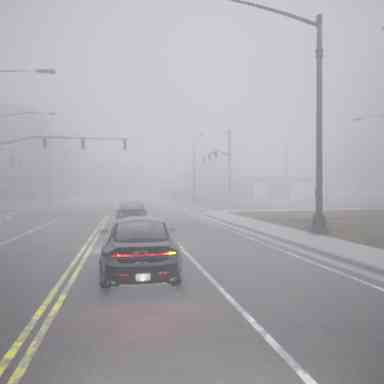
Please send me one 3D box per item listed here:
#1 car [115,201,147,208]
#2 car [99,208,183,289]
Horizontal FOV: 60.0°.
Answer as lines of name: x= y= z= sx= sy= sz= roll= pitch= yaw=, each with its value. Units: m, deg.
car: x=-3.922 y=1.299 z=21.560 sx=1.882 sy=1.535 sz=5.008 roll=0 pitch=0 yaw=-11
car: x=-1.430 y=1.430 z=9.038 sx=1.837 sy=1.490 sz=4.892 roll=0 pitch=1 yaw=-11
